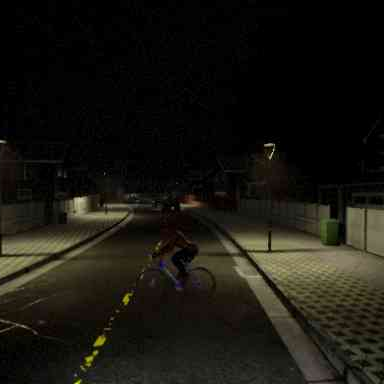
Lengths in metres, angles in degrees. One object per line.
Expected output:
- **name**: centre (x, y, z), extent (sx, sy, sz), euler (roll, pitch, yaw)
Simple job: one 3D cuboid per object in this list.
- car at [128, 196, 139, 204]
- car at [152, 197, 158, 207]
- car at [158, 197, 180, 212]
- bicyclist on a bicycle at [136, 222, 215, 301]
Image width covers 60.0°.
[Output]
- **car**: centre (-10.577, 1.452, 59.731), extent (2.033, 1.411, 5.357), euler (0, 0, -13)
- **car**: centre (-4.774, 1.440, 48.707), extent (2.128, 1.511, 4.902), euler (0, 0, -14)
- **car**: centre (-2.512, 1.477, 38.344), extent (1.837, 1.490, 4.892), euler (0, 0, -10)
- **bicyclist on a bicycle**: centre (-0.346, 1.440, 6.848), extent (1.656, 1.620, 0.582), euler (-1, 0, 0)
